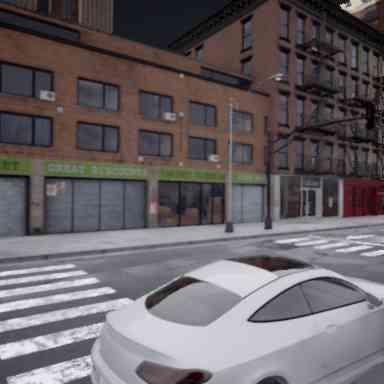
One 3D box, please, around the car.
[{"bbox_3d":[1.134,1.561,4.240,4.674,1.442,1.812,1,0,-36],"label":"car"}]
